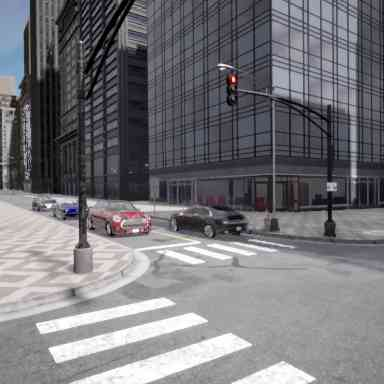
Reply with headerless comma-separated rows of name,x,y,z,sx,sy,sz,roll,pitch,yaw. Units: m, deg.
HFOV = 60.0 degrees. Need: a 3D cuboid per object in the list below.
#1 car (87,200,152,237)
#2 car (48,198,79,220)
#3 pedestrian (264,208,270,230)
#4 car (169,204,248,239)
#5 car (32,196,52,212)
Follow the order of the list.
car,-3.928,1.233,17.689,2.097,1.767,4.553,-1,1,-34
car,-9.597,1.389,26.075,1.895,1.301,4.718,-1,1,-34
pedestrian,3.896,1.373,17.267,0.500,1.100,0.500,0,0,-34
car,0.657,1.377,16.868,1.837,1.490,4.892,-2,2,-37
car,-15.410,1.178,34.672,2.128,1.511,4.902,-1,1,-34
